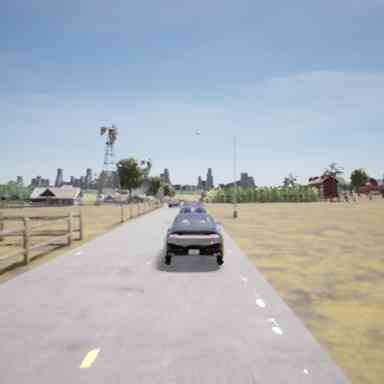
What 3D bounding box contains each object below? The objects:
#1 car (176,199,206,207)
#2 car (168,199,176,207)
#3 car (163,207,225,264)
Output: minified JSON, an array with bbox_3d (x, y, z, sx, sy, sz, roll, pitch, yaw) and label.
[{"bbox_3d":[0.075,1.382,26.822,2.097,1.767,4.553,0,0,0],"label":"car"},{"bbox_3d":[-2.778,1.804,53.227,2.033,1.411,5.357,0,-1,1],"label":"car"},{"bbox_3d":[0.071,1.485,11.809,2.128,1.511,4.902,0,0,0],"label":"car"}]
